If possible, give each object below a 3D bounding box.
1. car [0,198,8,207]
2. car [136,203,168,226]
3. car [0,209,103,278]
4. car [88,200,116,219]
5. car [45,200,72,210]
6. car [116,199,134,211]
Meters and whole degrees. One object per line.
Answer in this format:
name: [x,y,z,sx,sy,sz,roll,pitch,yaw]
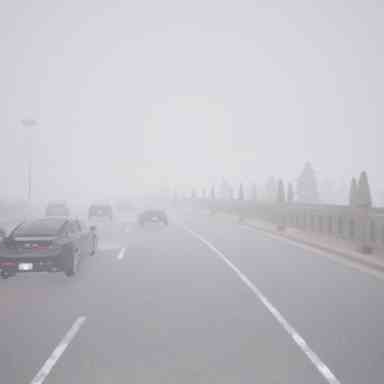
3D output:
car: [-26.929,1.579,46.456,1.994,1.385,4.181,0,0,-30]
car: [-2.814,1.487,23.063,1.812,1.442,4.674,0,0,-13]
car: [-4.169,1.499,10.226,1.837,1.490,4.892,0,0,-6]
car: [-7.811,1.448,28.397,1.882,1.535,5.008,0,0,-16]
car: [-11.768,1.475,29.348,2.128,1.511,4.902,0,0,-17]
car: [-8.280,1.510,40.138,1.994,1.385,4.181,0,0,-22]
